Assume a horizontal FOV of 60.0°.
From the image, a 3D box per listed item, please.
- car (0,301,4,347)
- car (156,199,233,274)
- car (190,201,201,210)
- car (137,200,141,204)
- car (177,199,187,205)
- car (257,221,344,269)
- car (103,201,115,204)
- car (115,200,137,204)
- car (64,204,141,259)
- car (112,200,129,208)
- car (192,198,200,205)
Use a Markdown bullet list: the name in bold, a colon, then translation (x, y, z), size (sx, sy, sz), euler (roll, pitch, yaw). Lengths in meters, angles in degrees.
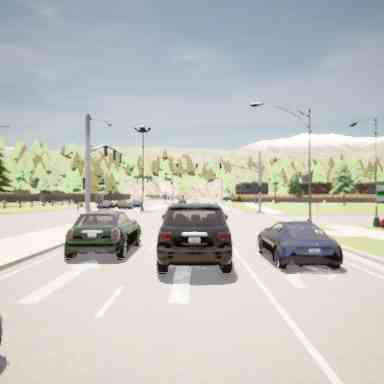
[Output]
- **car**: translation (-3.400, 1.509, 2.369), size (1.882, 1.535, 5.008), euler (0, -1, 0)
- **car**: translation (0.092, 1.365, 11.269), size (2.150, 2.045, 5.566), euler (0, -1, 1)
- **car**: translation (0.624, 2.228, 56.039), size (1.812, 1.442, 4.674), euler (0, -1, 1)
- **car**: translation (-10.768, 2.284, 64.366), size (1.882, 1.535, 5.008), euler (0, -1, 1)
- **car**: translation (-2.471, 2.379, 81.519), size (2.128, 1.511, 4.902), euler (0, -1, 1)
- **car**: translation (3.593, 1.713, 11.746), size (1.994, 1.385, 4.181), euler (0, -1, 0)
- **car**: translation (-14.451, 2.253, 56.279), size (2.033, 1.411, 5.357), euler (0, -1, 1)
- **car**: translation (-10.969, 2.258, 55.403), size (1.994, 1.385, 4.181), euler (0, -1, 1)
- **car**: translation (-3.390, 1.522, 13.456), size (2.097, 1.767, 4.553), euler (0, -1, 0)
- **car**: translation (-14.214, 2.378, 66.334), size (2.033, 1.411, 5.357), euler (0, -1, 1)
- **car**: translation (1.029, 2.331, 81.467), size (1.882, 1.535, 5.008), euler (0, -1, 1)
